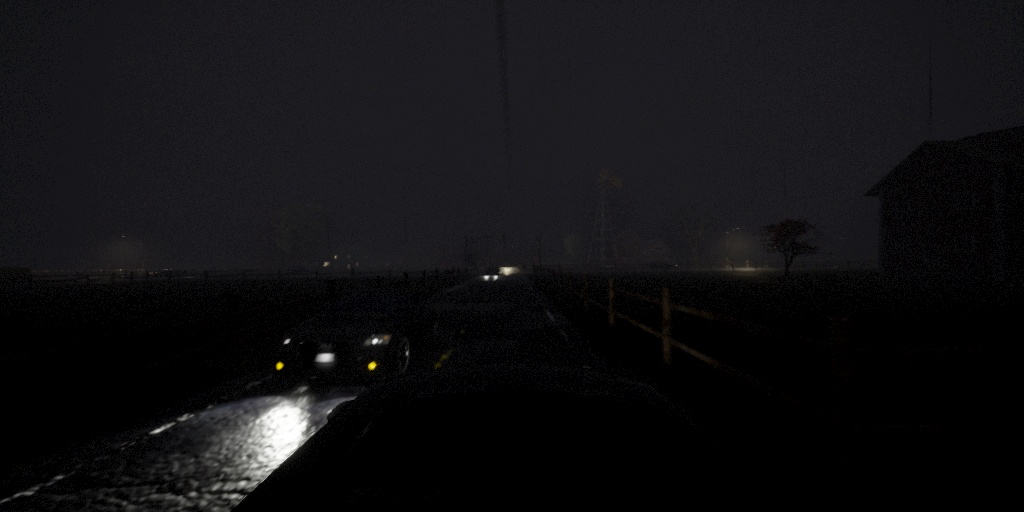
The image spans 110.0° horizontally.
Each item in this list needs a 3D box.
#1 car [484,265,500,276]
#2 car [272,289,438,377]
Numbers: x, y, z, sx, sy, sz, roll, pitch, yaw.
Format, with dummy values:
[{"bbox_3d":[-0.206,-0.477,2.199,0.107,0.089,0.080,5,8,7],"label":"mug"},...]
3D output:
[{"bbox_3d":[-2.751,1.998,50.090,1.994,1.385,4.181,0,-1,0],"label":"car"},{"bbox_3d":[-2.850,1.393,7.467,1.994,1.385,4.181,0,-1,0],"label":"car"}]
